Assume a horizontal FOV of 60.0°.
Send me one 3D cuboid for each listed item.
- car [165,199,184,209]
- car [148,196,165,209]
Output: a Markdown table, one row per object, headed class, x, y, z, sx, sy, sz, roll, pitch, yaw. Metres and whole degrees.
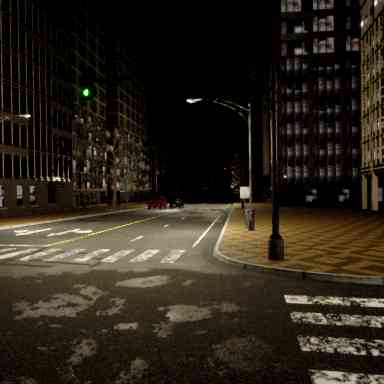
| class | x | y | z | sx | sy | sz | roll | pitch | yaw |
| --- | --- | --- | --- | --- | --- | --- | --- | --- | --- |
| car | -2.493 | 1.983 | 54.950 | 2.128 | 1.511 | 4.902 | -1 | -1 | 8 |
| car | -5.719 | 1.752 | 55.369 | 2.150 | 2.045 | 5.566 | -1 | -1 | 8 |
